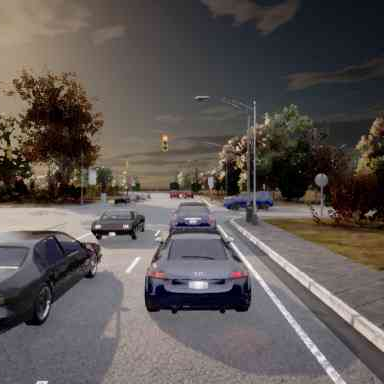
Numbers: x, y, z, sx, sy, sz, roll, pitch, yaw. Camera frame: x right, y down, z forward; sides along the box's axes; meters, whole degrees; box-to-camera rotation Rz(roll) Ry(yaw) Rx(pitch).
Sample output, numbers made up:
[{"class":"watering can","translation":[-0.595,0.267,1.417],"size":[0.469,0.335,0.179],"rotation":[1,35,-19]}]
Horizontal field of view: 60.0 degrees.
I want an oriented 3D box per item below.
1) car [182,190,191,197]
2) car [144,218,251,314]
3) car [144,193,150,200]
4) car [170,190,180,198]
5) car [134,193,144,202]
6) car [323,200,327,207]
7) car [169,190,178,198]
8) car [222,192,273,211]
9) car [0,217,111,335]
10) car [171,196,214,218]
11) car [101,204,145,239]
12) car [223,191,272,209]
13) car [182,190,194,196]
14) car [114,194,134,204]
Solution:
[{"class":"car","translation":[-1.619,0.401,94.035],"size":[2.097,1.767,4.553],"rotation":[0,1,-7]},{"class":"car","translation":[0.079,1.541,7.668],"size":[1.994,1.385,4.181],"rotation":[0,0,-1]},{"class":"car","translation":[-10.865,1.101,71.169],"size":[1.895,1.301,4.718],"rotation":[0,1,-1]},{"class":"car","translation":[-4.273,0.590,82.902],"size":[2.150,2.045,5.566],"rotation":[0,1,-3]},{"class":"car","translation":[-10.819,1.094,61.212],"size":[2.128,1.511,4.902],"rotation":[0,0,0]},{"class":"car","translation":[18.654,1.226,41.160],"size":[5.008,1.535,1.882],"rotation":[0,0,-3]},{"class":"car","translation":[-5.107,0.442,93.644],"size":[2.150,2.045,5.566],"rotation":[0,1,-7]},{"class":"car","translation":[6.122,1.003,36.548],"size":[5.566,2.045,2.150],"rotation":[0,0,-9]},{"class":"car","translation":[-3.418,1.528,6.978],"size":[2.033,1.411,5.357],"rotation":[0,0,-1]},{"class":"car","translation":[0.039,1.273,16.301],"size":[2.097,1.767,4.553],"rotation":[0,0,0]},{"class":"car","translation":[-3.482,1.519,16.622],"size":[1.895,1.301,4.718],"rotation":[0,0,-1]},{"class":"car","translation":[6.641,0.974,40.431],"size":[5.566,2.045,2.150],"rotation":[0,0,-3]},{"class":"car","translation":[-0.799,0.573,83.388],"size":[2.150,2.045,5.566],"rotation":[0,1,-4]},{"class":"car","translation":[-10.805,1.273,52.110],"size":[1.895,1.301,4.718],"rotation":[0,0,0]}]
